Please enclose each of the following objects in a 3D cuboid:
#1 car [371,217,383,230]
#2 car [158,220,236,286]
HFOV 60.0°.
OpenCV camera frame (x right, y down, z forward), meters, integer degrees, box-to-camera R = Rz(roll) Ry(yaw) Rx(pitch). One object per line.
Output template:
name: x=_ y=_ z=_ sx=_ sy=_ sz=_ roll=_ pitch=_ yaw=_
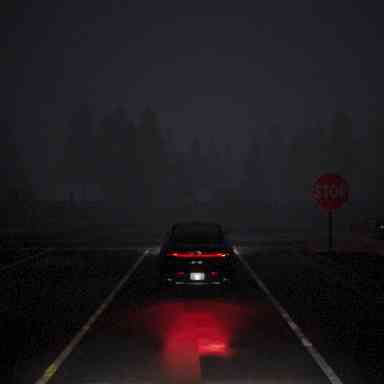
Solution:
car: x=13.288 y=1.748 z=19.469 sx=4.718 sy=1.301 sz=1.895 roll=0 pitch=0 yaw=-2
car: x=0.131 y=1.560 z=9.542 sx=1.837 sy=1.490 sz=4.892 roll=0 pitch=0 yaw=0
